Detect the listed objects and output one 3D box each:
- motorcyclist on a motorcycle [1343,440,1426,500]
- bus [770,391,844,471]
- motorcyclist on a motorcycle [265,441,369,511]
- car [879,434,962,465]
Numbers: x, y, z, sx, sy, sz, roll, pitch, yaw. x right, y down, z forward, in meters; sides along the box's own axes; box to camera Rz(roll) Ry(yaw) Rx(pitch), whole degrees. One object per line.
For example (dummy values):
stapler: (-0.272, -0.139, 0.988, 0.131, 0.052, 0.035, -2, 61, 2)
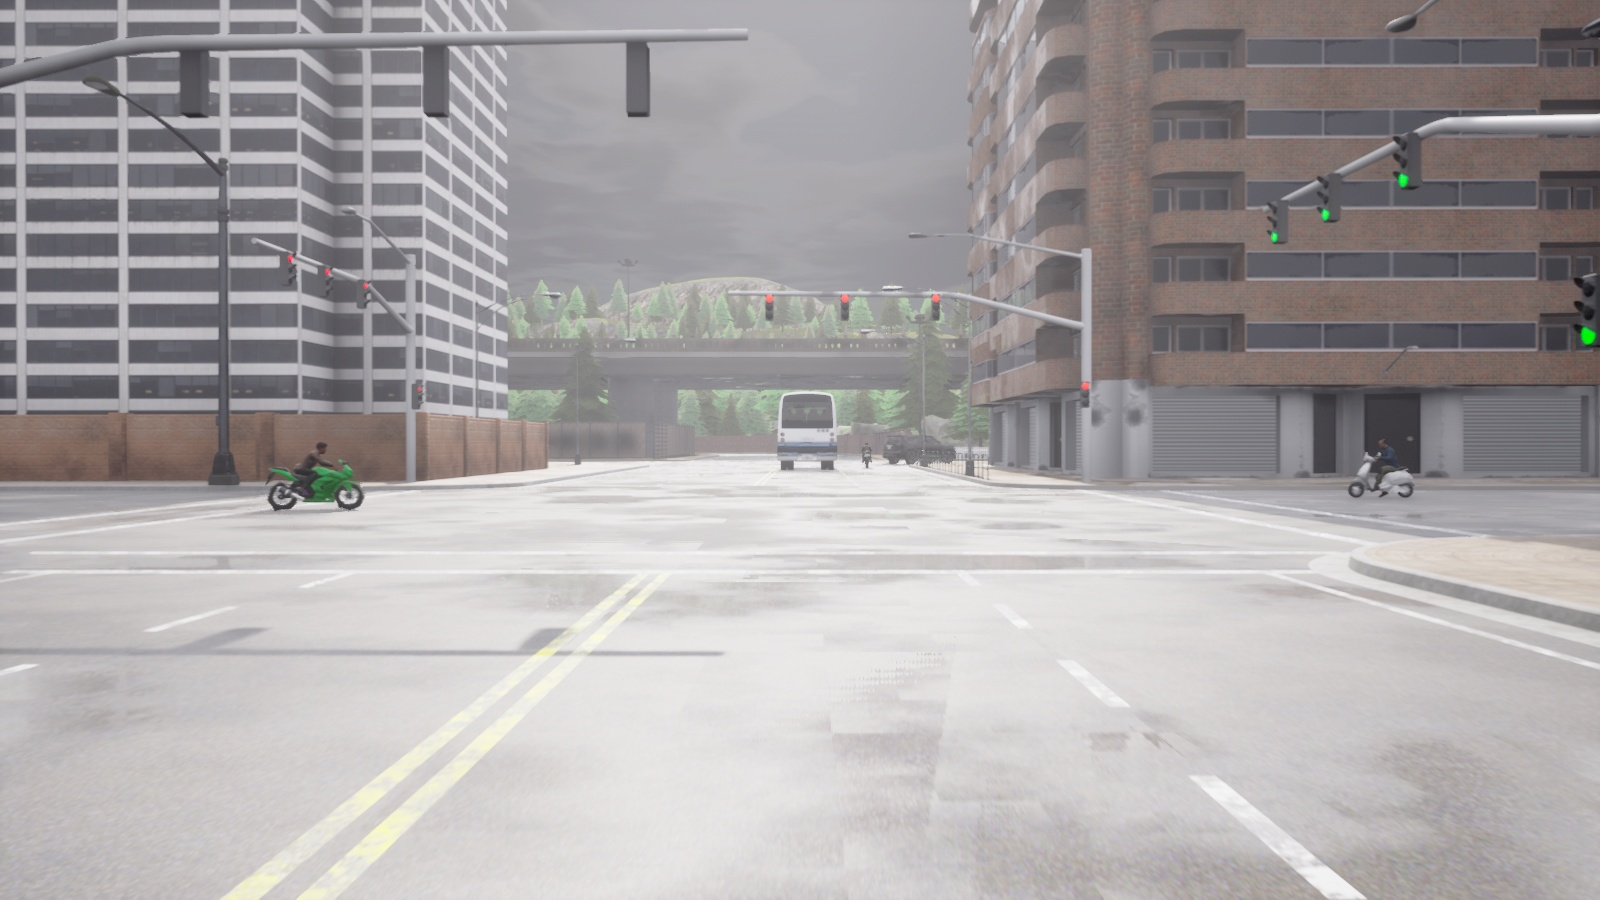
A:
motorcyclist on a motorcycle: (15.625, 0.523, 33.622, 1.817, 1.590, 0.866, 0, 0, 1)
bus: (0.421, -1.037, 72.250, 3.944, 4.253, 10.273, 0, 0, 0)
motorcyclist on a motorcycle: (-10.582, 0.565, 27.600, 2.044, 1.523, 0.797, 0, -1, -13)
car: (8.312, -0.032, 86.200, 5.566, 2.045, 2.150, 0, 0, -33)
